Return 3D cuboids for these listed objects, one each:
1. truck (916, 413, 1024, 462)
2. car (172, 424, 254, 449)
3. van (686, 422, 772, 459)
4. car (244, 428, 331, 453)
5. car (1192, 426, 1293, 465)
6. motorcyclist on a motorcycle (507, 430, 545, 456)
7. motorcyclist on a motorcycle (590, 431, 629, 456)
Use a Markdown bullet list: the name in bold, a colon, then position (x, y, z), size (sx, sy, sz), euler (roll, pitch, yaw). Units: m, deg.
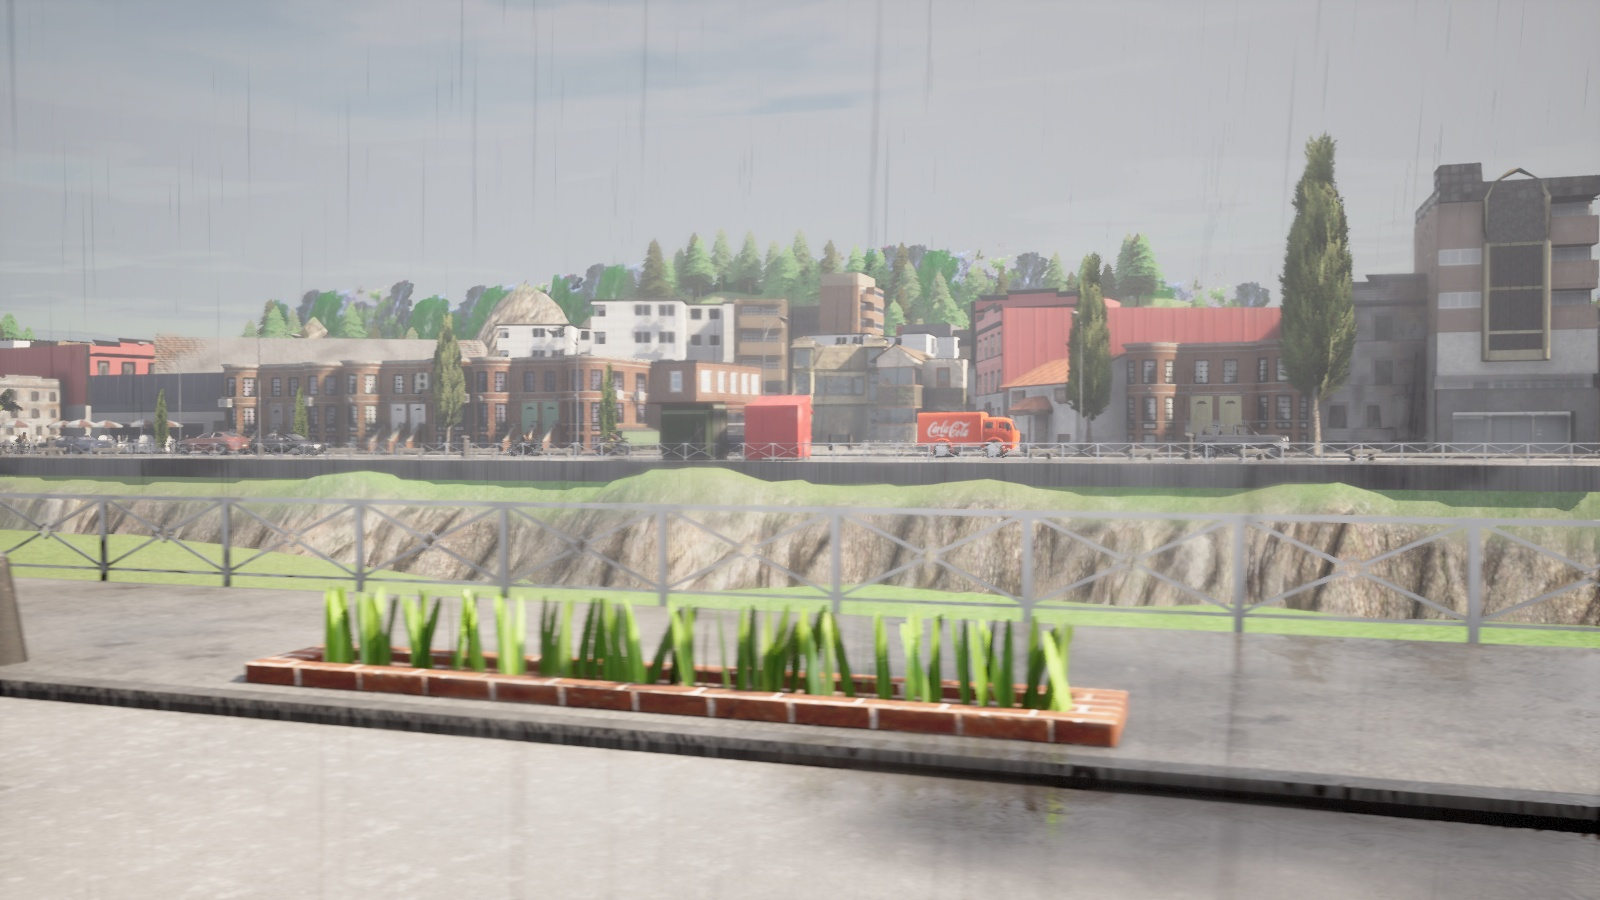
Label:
- **truck**: position (8.907, -0.681, 65.818), size (5.204, 2.467, 2.627), euler (1, 1, 19)
- **car**: position (-40.483, -0.935, 86.642), size (5.027, 1.651, 2.152), euler (1, 1, 19)
- **van**: position (-3.979, -0.559, 70.154), size (4.442, 1.987, 1.775), euler (1, 1, 19)
- **car**: position (-32.567, -0.617, 79.765), size (4.902, 1.511, 2.128), euler (1, 1, 19)
- **car**: position (21.636, -0.261, 61.545), size (4.605, 1.855, 1.932), euler (1, 1, 19)
- **motorcyclist on a motorcycle**: position (-16.212, -0.442, 74.268), size (2.044, 1.523, 0.797), euler (1, 1, 19)
- **motorcyclist on a motorcycle**: position (-11.657, -0.415, 76.957), size (2.191, 1.530, 0.866), euler (1, 1, 19)
